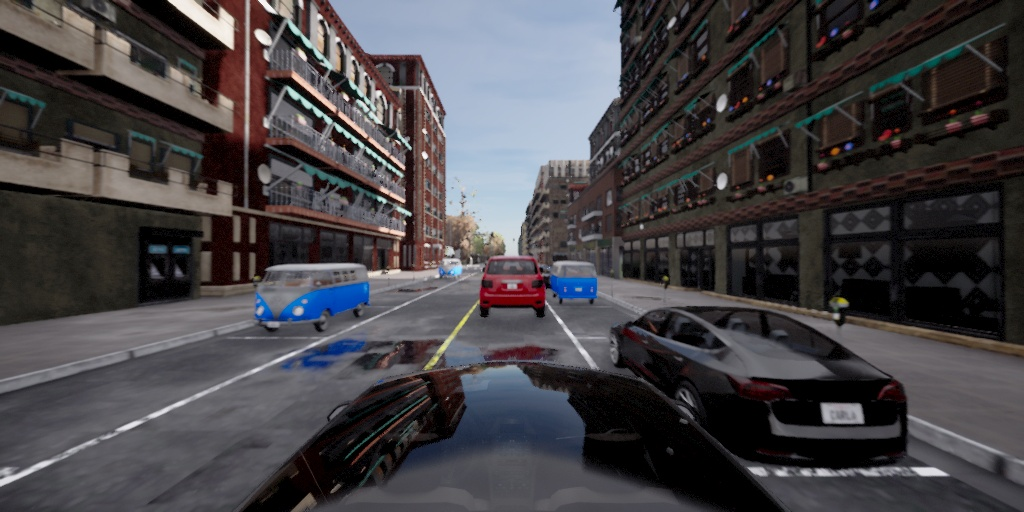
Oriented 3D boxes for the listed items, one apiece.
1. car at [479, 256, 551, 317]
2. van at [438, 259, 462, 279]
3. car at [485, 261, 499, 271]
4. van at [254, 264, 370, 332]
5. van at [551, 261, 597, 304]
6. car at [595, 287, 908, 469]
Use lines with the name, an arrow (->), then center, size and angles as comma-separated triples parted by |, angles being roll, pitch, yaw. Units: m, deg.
car -> 0.028, 1.009, 13.504 | 2.150, 2.045, 5.566 | 0, 0, 0
van -> -5.708, 1.194, 33.306 | 1.690, 1.789, 3.998 | 0, 0, 0
car -> -3.078, 1.447, 55.347 | 1.837, 1.490, 4.892 | 0, -1, 1
van -> -5.694, 1.117, 10.659 | 1.690, 1.789, 3.998 | 0, 0, 0
van -> 2.683, 1.136, 16.326 | 1.690, 1.789, 3.998 | 0, 0, 0
car -> 2.689, 1.326, 5.001 | 1.948, 1.339, 4.313 | 0, 0, 0
